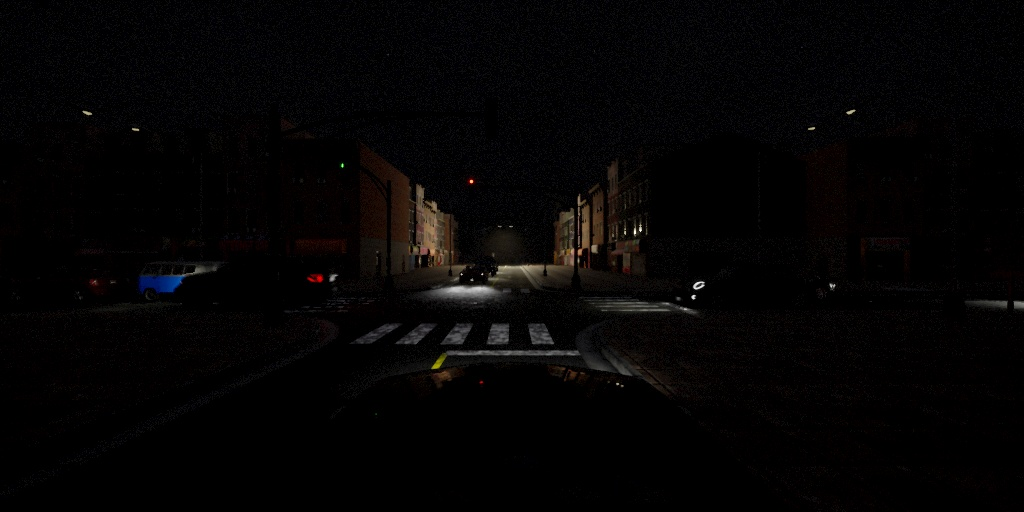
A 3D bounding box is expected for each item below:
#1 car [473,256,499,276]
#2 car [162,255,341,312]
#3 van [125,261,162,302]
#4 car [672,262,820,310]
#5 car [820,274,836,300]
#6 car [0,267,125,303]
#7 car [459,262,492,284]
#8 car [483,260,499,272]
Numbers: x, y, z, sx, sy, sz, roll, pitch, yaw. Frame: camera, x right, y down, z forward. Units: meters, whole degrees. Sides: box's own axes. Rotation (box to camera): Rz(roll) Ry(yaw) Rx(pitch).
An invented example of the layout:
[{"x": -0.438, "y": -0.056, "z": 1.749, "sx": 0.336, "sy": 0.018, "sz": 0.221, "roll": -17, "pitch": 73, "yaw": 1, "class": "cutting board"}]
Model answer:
[{"x": -2.790, "y": 0.993, "z": 37.178, "sx": 2.150, "sy": 2.045, "sz": 5.566, "roll": 0, "pitch": 0, "yaw": 0, "class": "car"}, {"x": -9.644, "y": 0.989, "z": 13.902, "sx": 5.566, "sy": 2.045, "sz": 2.150, "roll": 0, "pitch": 0, "yaw": 0, "class": "car"}, {"x": -14.718, "y": 1.124, "z": 16.423, "sx": 3.998, "sy": 1.789, "sz": 1.690, "roll": 0, "pitch": 0, "yaw": 0, "class": "van"}, {"x": 8.732, "y": 1.074, "z": 13.956, "sx": 4.553, "sy": 1.767, "sz": 2.097, "roll": 0, "pitch": 0, "yaw": 0, "class": "car"}, {"x": 12.285, "y": 1.267, "z": 16.503, "sx": 4.403, "sy": 1.370, "sz": 2.007, "roll": 0, "pitch": 0, "yaw": 0, "class": "car"}, {"x": -20.193, "y": 1.239, "z": 16.406, "sx": 4.097, "sy": 1.591, "sz": 1.967, "roll": 0, "pitch": 0, "yaw": 0, "class": "car"}, {"x": -2.805, "y": 1.365, "z": 27.313, "sx": 1.895, "sy": 1.301, "sz": 4.718, "roll": 0, "pitch": 0, "yaw": 0, "class": "car"}, {"x": -2.762, "y": 1.284, "z": 47.326, "sx": 1.837, "sy": 1.490, "sz": 4.892, "roll": 0, "pitch": 0, "yaw": 0, "class": "car"}]
